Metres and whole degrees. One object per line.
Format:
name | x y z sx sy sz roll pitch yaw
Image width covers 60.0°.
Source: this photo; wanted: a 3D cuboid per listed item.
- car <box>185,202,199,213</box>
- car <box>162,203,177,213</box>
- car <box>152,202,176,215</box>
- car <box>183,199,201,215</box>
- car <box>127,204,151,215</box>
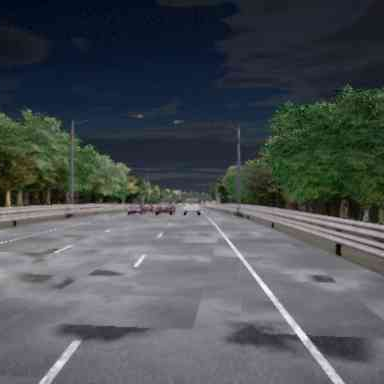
car | -0.007 2.432 53.209 2.097 1.767 4.553 0 -2 0
car | -3.505 2.576 53.308 2.128 1.511 4.902 0 -2 0
car | -3.506 2.063 43.037 2.097 1.767 4.553 0 -2 0
car | -0.006 1.921 42.691 2.150 2.045 5.566 0 -2 0
car | -7.006 2.245 42.648 2.033 1.411 5.357 0 -2 0
